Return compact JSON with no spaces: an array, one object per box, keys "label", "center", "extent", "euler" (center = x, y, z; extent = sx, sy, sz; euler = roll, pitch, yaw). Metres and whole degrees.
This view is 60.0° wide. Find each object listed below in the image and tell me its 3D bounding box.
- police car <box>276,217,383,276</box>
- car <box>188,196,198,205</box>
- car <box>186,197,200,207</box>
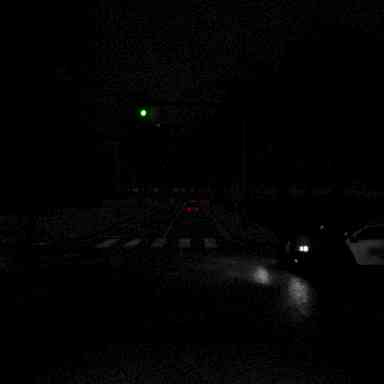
[{"label":"police car","center":[5.186,1.582,10.083],"extent":[4.974,1.542,2.038],"euler":[1,1,1]},{"label":"car","center":[0.172,1.629,62.744],"extent":[1.882,1.535,5.008],"euler":[0,0,0]},{"label":"car","center":[0.165,1.620,52.325],"extent":[2.128,1.511,4.902],"euler":[0,0,0]}]
